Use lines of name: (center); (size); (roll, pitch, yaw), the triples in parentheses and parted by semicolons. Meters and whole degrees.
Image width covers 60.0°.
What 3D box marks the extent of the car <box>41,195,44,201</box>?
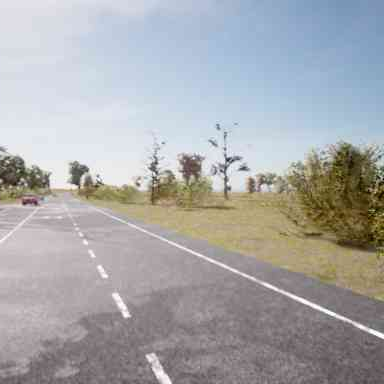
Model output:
car: (-39.602, 1.507, 86.422); (2.128, 1.511, 4.902); (0, 0, -22)

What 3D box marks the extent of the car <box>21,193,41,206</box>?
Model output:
car: (-27.077, 1.253, 55.596); (2.150, 2.045, 5.566); (0, 0, -22)
